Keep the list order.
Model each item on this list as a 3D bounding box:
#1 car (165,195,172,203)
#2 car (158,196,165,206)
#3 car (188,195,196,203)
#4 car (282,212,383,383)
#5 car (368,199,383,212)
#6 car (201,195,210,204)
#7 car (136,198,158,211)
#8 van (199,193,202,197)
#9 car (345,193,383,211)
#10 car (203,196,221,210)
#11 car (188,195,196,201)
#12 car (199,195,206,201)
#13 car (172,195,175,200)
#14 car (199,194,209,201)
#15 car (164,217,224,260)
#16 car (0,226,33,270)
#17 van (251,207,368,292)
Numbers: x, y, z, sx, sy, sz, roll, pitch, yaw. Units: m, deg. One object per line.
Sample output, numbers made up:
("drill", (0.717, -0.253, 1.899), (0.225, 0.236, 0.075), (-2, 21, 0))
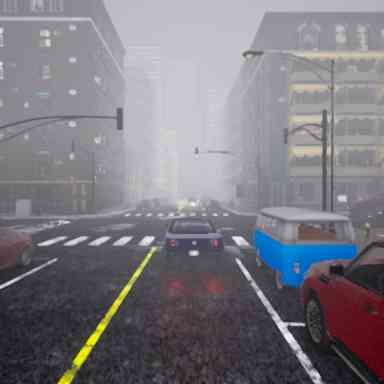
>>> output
("car", (-5.720, 1.511, 68.702), (1.887, 1.381, 4.507), (0, 0, 0))
("car", (-5.715, 1.535, 52.131), (1.947, 1.339, 4.313), (0, 0, 0))
("car", (-0.024, 1.498, 70.113), (2.033, 1.411, 5.357), (0, 0, 0))
("car", (2.680, 1.312, 3.152), (2.192, 1.841, 5.009), (0, 0, 0))
("car", (14.656, 1.325, 22.395), (4.181, 1.385, 1.994), (-1, 0, -1))
("car", (2.668, 1.536, 46.598), (1.947, 1.339, 4.313), (0, 0, 0))
("car", (-5.711, 1.538, 41.084), (1.947, 1.339, 4.313), (0, 0, 0))
("van", (2.661, 1.308, 63.168), (1.690, 1.788, 3.998), (0, 0, 0))
("car", (15.750, 1.011, 28.217), (5.009, 1.841, 2.192), (-1, 1, 0))
("car", (2.670, 1.554, 41.074), (1.802, 1.307, 4.206), (0, 0, 0))
("car", (-0.026, 1.352, 80.535), (1.994, 1.385, 4.181), (0, 0, 0))
("car", (2.655, 1.493, 85.432), (1.752, 1.417, 4.829), (0, 0, 0))
("car", (-5.723, 1.548, 79.748), (1.802, 1.307, 4.206), (0, 0, 0))
("car", (2.665, 1.513, 57.645), (1.887, 1.381, 4.507), (0, 0, 0))
("car", (-0.070, 1.590, 12.466), (1.895, 1.301, 4.718), (0, 0, -4))
("car", (-5.700, 1.574, 8.678), (1.802, 1.307, 4.206), (0, 0, 0))
("van", (2.679, 1.334, 8.680), (1.690, 1.788, 3.998), (0, 0, 0))
